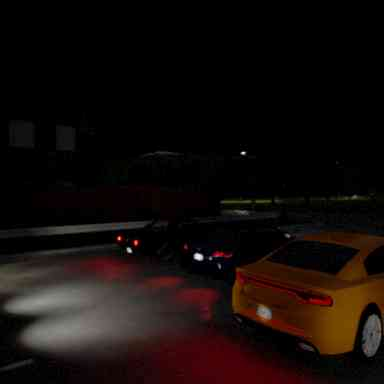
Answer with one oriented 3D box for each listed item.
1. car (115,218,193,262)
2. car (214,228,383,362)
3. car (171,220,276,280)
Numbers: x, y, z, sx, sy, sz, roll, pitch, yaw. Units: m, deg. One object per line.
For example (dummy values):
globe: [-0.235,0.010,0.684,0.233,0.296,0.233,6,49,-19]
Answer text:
car: [-0.283,1.629,12.314,4.718,1.301,1.895,0,0,-37]
car: [2.962,1.477,5.998,5.008,1.535,1.882,0,0,-37]
car: [1.769,1.576,9.479,4.181,1.385,1.994,0,0,-37]
